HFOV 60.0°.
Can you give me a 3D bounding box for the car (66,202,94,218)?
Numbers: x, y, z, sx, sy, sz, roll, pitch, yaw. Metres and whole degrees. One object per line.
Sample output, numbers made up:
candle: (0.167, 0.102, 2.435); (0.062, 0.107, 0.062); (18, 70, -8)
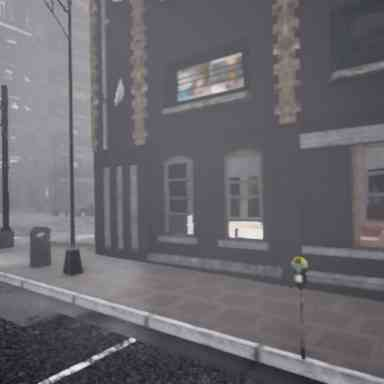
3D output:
car: (-9.117, 1.557, 29.985); (1.887, 1.381, 4.507); (-1, 0, 36)
